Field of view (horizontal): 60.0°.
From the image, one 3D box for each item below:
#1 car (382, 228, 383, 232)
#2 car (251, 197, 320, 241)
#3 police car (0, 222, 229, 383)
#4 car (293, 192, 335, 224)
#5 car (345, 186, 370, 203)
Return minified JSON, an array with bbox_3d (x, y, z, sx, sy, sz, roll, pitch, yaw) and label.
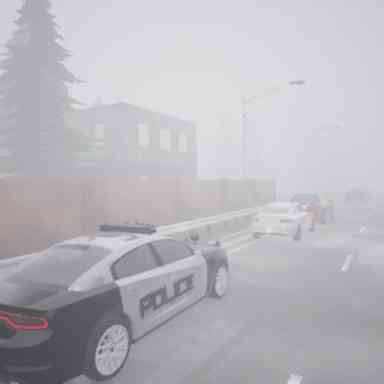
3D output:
[{"bbox_3d":[5.536,1.258,7.660,2.033,1.411,5.357,-1,1,30],"label":"car"},{"bbox_3d":[3.980,1.140,14.247,1.812,1.442,4.674,-1,1,30],"label":"car"},{"bbox_3d":[-0.971,1.335,5.687,1.930,1.638,5.238,-1,1,30],"label":"police car"},{"bbox_3d":[6.962,0.786,19.409,2.097,1.767,4.553,-1,1,30],"label":"car"},{"bbox_3d":[17.859,0.331,36.103,1.837,1.490,4.892,-1,1,31],"label":"car"}]
